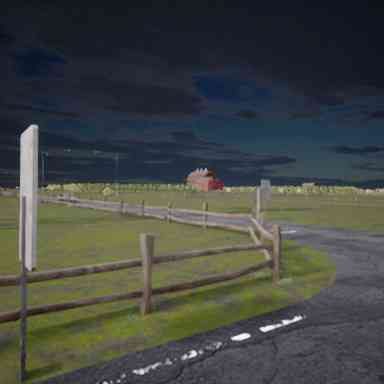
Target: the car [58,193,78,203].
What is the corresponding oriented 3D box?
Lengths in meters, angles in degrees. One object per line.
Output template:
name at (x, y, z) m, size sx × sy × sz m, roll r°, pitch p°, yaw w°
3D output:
car at (-18.641, 0.835, 49.945) m, size 2.128 × 1.511 × 4.902 m, roll 1°, pitch 0°, yaw -36°
